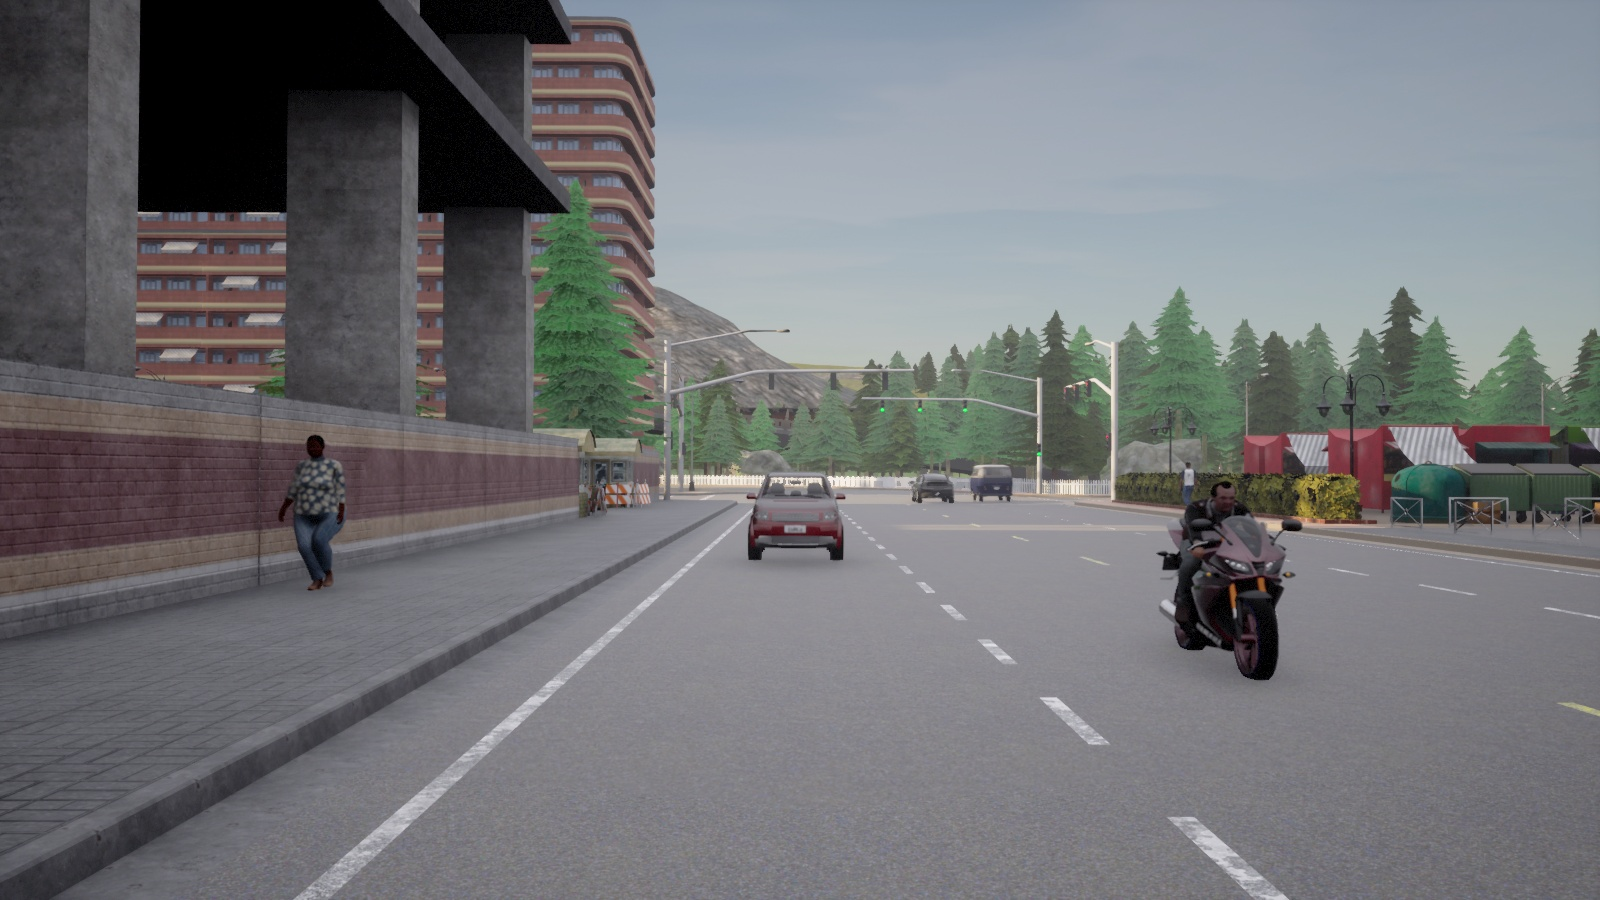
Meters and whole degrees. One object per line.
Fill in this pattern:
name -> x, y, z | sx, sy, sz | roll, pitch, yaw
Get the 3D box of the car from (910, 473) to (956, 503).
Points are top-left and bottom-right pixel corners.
car -> 6.823, 1.920, 64.797 | 1.837, 1.490, 4.892 | 0, -1, 0

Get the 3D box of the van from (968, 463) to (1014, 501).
van -> 10.313, 1.702, 67.997 | 1.775, 1.987, 4.442 | 0, -1, 0

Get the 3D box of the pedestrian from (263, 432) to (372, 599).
pedestrian -> -5.529, 0.740, 14.449 | 0.874, 1.855, 0.900 | 0, -1, 3

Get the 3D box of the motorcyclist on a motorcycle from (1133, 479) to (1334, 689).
motorcyclist on a motorcycle -> 3.471, 1.009, 10.309 | 0.866, 1.530, 2.191 | 0, -1, 0

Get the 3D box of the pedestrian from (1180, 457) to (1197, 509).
pedestrian -> 13.749, 1.158, 44.448 | 0.354, 1.836, 0.706 | 0, -1, 0

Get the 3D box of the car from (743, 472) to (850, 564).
car -> -0.064, 1.178, 22.968 | 1.789, 1.549, 3.705 | 0, -1, 0
